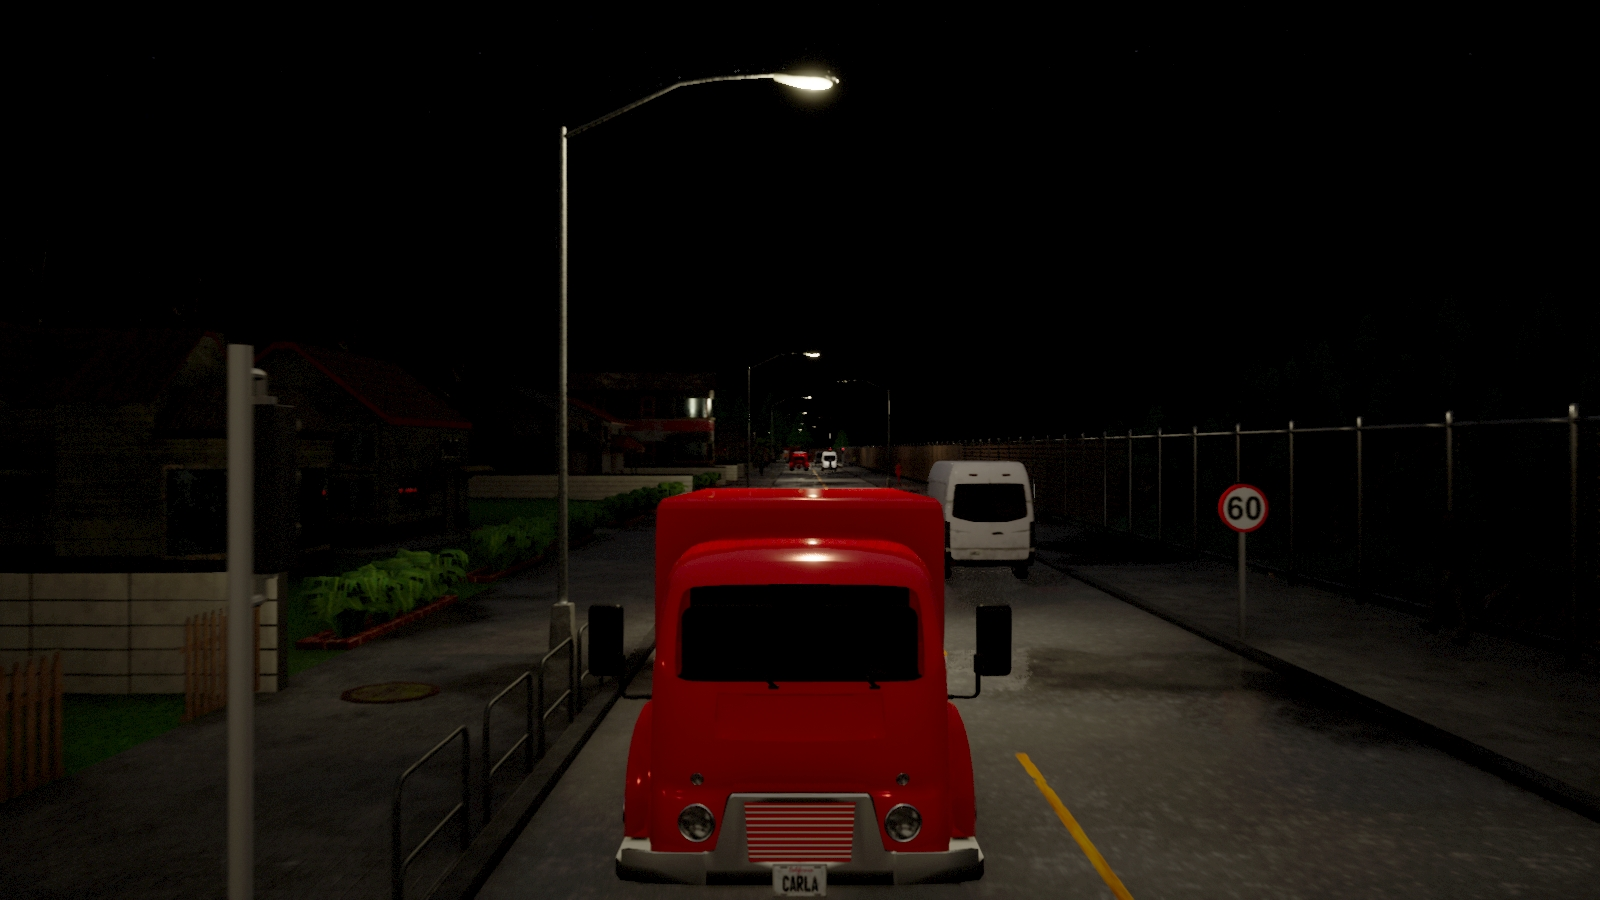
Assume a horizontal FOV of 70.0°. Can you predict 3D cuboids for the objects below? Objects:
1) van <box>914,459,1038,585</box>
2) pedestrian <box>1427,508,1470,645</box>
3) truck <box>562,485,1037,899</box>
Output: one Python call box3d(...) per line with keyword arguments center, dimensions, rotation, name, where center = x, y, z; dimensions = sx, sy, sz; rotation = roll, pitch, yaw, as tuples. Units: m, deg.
box3d(center=(3.983, 1.533, 26.871), dimensions=(1.988, 2.561, 5.915), rotation=(0, 0, 0), name="van")
box3d(center=(8.986, 1.744, 15.827), dimensions=(0.375, 1.860, 0.375), rotation=(0, 0, -3), name="pedestrian")
box3d(center=(-0.005, 1.571, 8.921), dimensions=(2.627, 2.467, 5.204), rotation=(0, 0, 0), name="truck")
